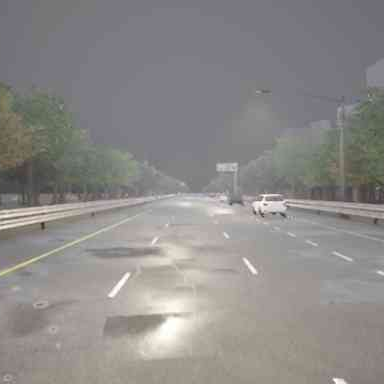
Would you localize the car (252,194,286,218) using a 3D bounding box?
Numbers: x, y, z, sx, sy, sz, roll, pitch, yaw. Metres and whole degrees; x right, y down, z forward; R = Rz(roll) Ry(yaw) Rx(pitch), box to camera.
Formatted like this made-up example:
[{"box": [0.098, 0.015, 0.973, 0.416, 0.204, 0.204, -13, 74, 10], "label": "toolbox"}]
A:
[{"box": [7.066, 1.238, 30.784, 2.150, 2.045, 5.566, 0, 0, 0], "label": "car"}]

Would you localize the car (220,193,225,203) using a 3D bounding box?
[{"box": [7.321, 1.279, 72.587, 2.150, 2.045, 5.566, 0, 0, 1], "label": "car"}]

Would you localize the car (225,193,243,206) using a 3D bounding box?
[{"box": [7.192, 1.261, 55.438, 2.150, 2.045, 5.566, 0, 0, 0], "label": "car"}]
